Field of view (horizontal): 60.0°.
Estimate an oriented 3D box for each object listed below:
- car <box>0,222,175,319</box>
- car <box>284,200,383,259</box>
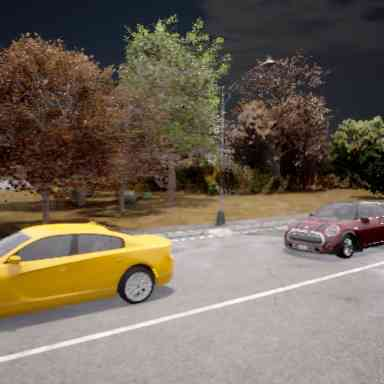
[{"bbox_3d":[-2.728,1.377,6.360,5.008,1.535,1.882,0,1,-34],"label":"car"},{"bbox_3d":[5.415,1.142,11.855,4.553,1.767,2.097,-1,1,-33],"label":"car"}]
